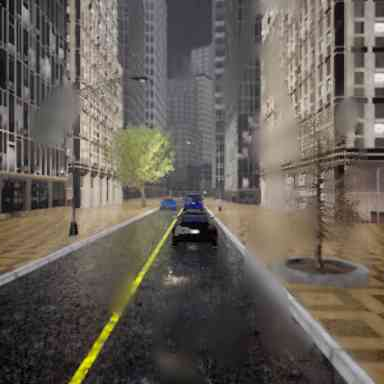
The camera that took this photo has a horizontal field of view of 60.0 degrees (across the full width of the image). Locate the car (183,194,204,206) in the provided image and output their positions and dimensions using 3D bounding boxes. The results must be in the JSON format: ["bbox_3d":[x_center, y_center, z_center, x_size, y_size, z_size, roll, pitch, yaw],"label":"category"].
[{"bbox_3d":[0.145,1.260,36.965,2.150,2.045,5.566,0,0,0],"label":"car"}]

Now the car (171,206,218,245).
[{"bbox_3d":[0.120,1.573,15.531,1.994,1.385,4.181,0,0,0],"label":"car"}]

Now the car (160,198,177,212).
[{"bbox_3d":[-2.788,1.519,40.292,1.882,1.535,5.008,0,0,0],"label":"car"}]
